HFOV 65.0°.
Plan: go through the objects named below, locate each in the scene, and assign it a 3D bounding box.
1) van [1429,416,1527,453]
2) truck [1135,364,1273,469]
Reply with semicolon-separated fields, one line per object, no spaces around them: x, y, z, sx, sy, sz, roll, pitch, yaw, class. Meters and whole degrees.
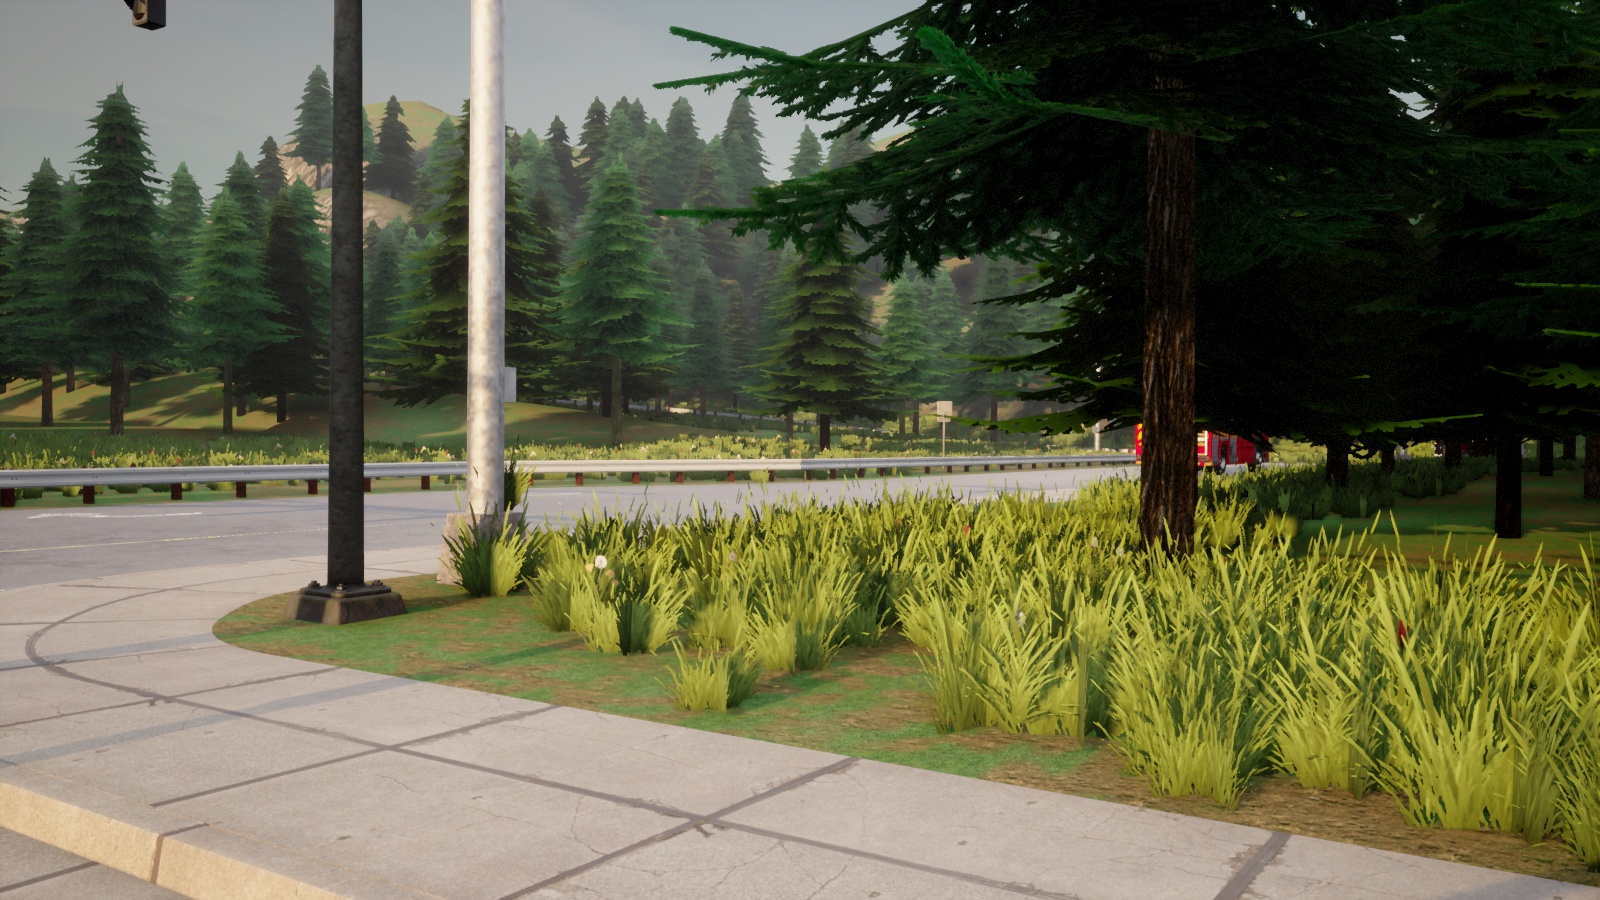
38.487;-0.895;71.348;4.480;2.038;2.069;-1;1;-5;van
16.175;-1.287;49.850;2.891;3.827;8.468;0;1;35;truck
